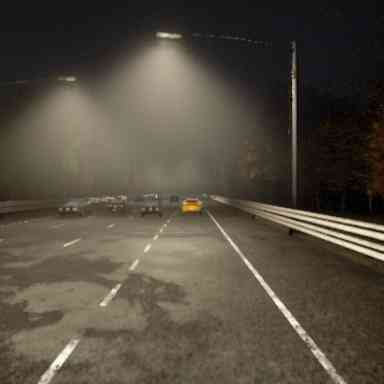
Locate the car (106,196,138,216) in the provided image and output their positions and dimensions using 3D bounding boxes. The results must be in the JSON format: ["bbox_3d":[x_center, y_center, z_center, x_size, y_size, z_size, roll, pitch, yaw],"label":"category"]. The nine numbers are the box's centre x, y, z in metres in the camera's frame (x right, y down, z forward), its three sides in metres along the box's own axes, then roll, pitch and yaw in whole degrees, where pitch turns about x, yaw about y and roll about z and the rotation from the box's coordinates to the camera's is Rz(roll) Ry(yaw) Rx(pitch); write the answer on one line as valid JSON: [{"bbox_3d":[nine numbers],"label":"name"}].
[{"bbox_3d":[-6.983,1.435,32.437,2.128,1.511,4.902,0,0,1],"label":"car"}]

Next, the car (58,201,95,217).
[{"bbox_3d":[-10.501,1.493,30.617,2.033,1.411,5.357,0,0,0],"label":"car"}]

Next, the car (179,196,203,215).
[{"bbox_3d":[0.026,1.421,33.421,1.882,1.535,5.008,0,0,0],"label":"car"}]

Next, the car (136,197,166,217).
[{"bbox_3d":[-3.502,1.494,30.612,2.033,1.411,5.357,0,0,0],"label":"car"}]

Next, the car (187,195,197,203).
[{"bbox_3d":[-0.039,1.440,69.129,2.033,1.411,5.357,0,0,0],"label":"car"}]

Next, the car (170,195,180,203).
[{"bbox_3d":[-3.536,1.373,69.045,1.882,1.535,5.008,0,0,0],"label":"car"}]

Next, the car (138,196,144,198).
[{"bbox_3d":[-10.539,1.439,68.344,2.033,1.411,5.357,0,0,0],"label":"car"}]

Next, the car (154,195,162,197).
[{"bbox_3d":[-7.035,1.399,68.752,2.128,1.511,4.902,0,0,0],"label":"car"}]
